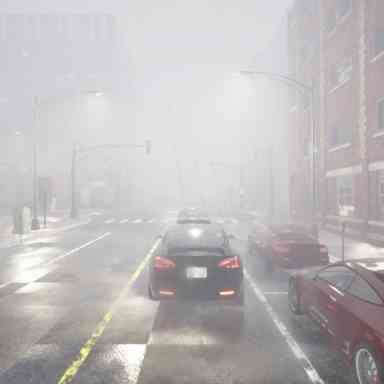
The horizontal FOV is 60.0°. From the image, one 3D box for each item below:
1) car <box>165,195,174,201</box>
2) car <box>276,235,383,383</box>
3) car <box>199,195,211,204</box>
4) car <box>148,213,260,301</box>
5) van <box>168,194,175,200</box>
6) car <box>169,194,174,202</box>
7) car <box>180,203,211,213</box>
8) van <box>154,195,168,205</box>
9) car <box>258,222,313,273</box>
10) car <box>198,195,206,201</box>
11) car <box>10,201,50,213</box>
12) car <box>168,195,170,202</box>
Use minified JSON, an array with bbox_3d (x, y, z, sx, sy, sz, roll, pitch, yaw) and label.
[{"bbox_3d":[-5.822,1.582,87.873,2.008,1.369,4.403,1,0,0],"label":"car"},{"bbox_3d":[2.660,1.583,4.677,1.802,1.307,4.206,1,0,0],"label":"car"},{"bbox_3d":[2.604,1.544,59.757,1.752,1.417,4.829,1,0,0],"label":"car"},{"bbox_3d":[0.086,1.506,8.376,2.163,1.488,4.792,0,0,0],"label":"car"},{"bbox_3d":[-5.828,1.376,93.526,1.690,1.788,3.998,1,0,0],"label":"van"},{"bbox_3d":[-5.804,1.607,76.568,1.802,1.307,4.206,1,0,0],"label":"car"},{"bbox_3d":[0.072,1.552,17.648,2.033,1.411,5.357,0,0,-1],"label":"car"},{"bbox_3d":[-5.773,1.359,59.612,1.690,1.788,3.998,1,0,0],"label":"van"},{"bbox_3d":[2.820,1.585,10.333,1.802,1.307,4.206,1,0,0],"label":"car"},{"bbox_3d":[2.558,1.597,87.848,1.947,1.339,4.313,1,0,0],"label":"car"},{"bbox_3d":[-18.774,1.730,38.681,4.313,1.339,1.947,0,-1,0],"label":"car"},{"bbox_3d":[-5.785,1.603,65.264,1.802,1.307,4.206,1,0,0],"label":"car"}]
